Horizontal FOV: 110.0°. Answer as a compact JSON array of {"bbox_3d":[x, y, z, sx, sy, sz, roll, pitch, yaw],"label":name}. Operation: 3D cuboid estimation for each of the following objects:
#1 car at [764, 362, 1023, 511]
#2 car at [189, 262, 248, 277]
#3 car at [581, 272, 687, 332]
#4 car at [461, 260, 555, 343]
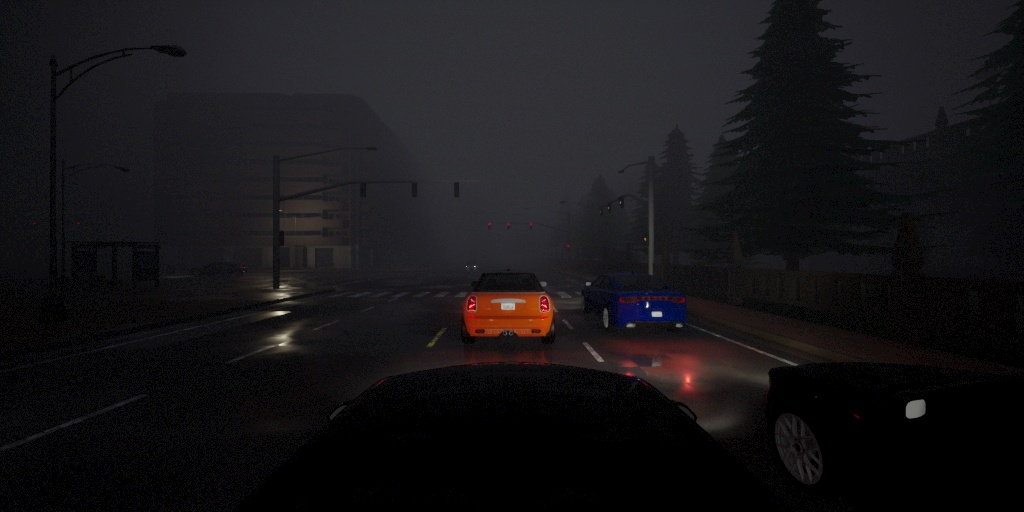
[{"bbox_3d":[3.288,1.228,1.431,1.882,1.535,5.008,0,0,3],"label":"car"},{"bbox_3d":[-29.093,1.310,35.616,4.892,1.490,1.837,0,0,-1],"label":"car"},{"bbox_3d":[3.418,1.228,10.957,1.882,1.535,5.008,0,0,0],"label":"car"},{"bbox_3d":[-0.081,1.102,9.813,2.097,1.767,4.553,0,0,0],"label":"car"}]
